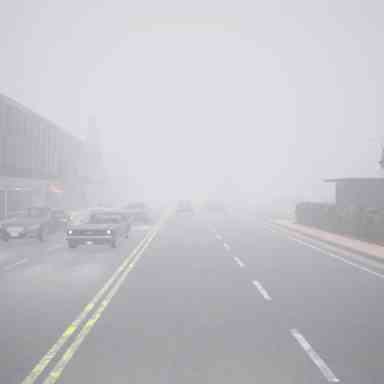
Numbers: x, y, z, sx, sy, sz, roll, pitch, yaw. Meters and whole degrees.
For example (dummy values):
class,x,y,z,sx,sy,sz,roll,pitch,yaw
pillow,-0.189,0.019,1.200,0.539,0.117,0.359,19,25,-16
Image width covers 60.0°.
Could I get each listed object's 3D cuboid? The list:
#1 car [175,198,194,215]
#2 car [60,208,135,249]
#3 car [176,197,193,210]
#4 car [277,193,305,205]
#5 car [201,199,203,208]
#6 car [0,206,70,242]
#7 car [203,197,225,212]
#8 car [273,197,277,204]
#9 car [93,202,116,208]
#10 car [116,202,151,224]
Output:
class,x,y,z,sx,sy,sz,roll,pitch,yaw
car,-0.731,1.547,34.312,2.033,1.411,5.357,0,0,-2
car,-3.936,1.601,14.753,1.895,1.301,4.718,0,0,-1
car,-1.007,1.491,44.913,2.128,1.511,4.902,0,0,-1
car,16.457,1.156,54.252,3.866,1.878,1.905,0,0,-3
car,2.384,1.477,48.478,1.882,1.535,5.008,0,0,-1
car,-7.446,1.489,16.387,2.128,1.511,4.902,0,0,0
car,2.667,1.564,38.446,1.994,1.385,4.181,0,0,-2
car,16.364,1.153,57.145,4.605,1.855,1.932,0,0,-3
car,-7.781,1.601,29.512,1.895,1.301,4.718,0,0,-1
car,-4.103,1.504,24.791,1.837,1.490,4.892,0,0,-1
